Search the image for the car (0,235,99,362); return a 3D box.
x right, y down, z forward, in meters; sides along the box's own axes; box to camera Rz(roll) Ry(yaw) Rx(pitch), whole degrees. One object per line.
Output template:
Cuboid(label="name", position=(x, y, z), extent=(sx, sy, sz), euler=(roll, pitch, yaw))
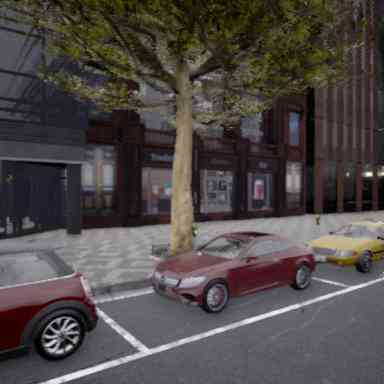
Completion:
Cuboid(label="car", position=(-3.455, 1.439, 4.297), extent=(4.097, 1.590, 1.967), euler=(0, 0, -36))

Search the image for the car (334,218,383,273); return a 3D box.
Cuboid(label="car", position=(5.585, 1.544, 10.753), extent=(4.829, 1.417, 1.752), euler=(0, 0, -36))

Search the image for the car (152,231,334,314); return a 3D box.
Cuboid(label="car", position=(1.134, 1.590, 7.575), extent=(4.206, 1.307, 1.802), euler=(0, 0, -36))
